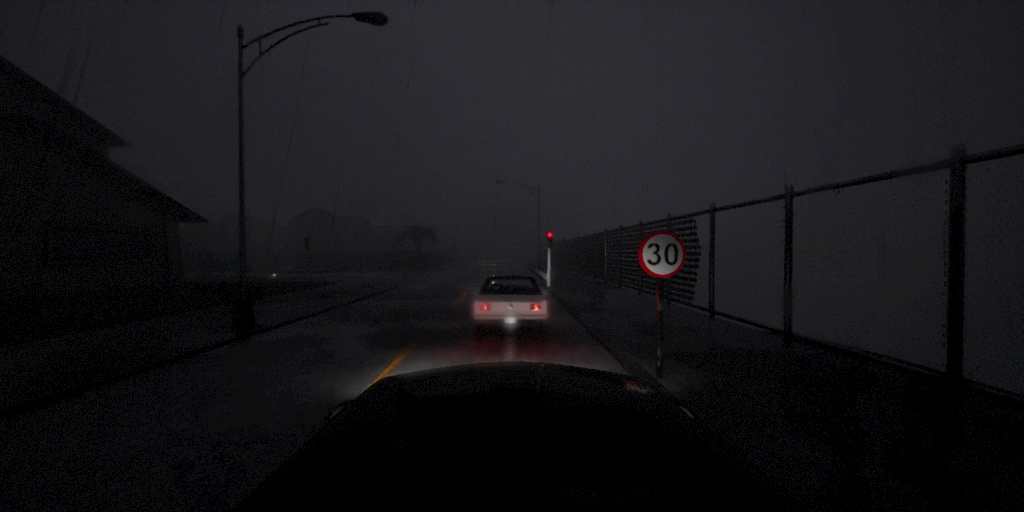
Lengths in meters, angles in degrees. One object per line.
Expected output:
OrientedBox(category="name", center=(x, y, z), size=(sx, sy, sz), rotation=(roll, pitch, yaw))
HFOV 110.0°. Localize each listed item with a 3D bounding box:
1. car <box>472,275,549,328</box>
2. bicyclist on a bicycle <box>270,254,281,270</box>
OrientedBox(category="car", center=(-0.033, 1.231, 10.812), size=(1.895, 1.301, 4.718), rotation=(0, 1, 0))
OrientedBox(category="bicyclist on a bicycle", center=(-24.425, 0.640, 37.049), size=(0.582, 1.620, 1.656), rotation=(0, 1, -1))
